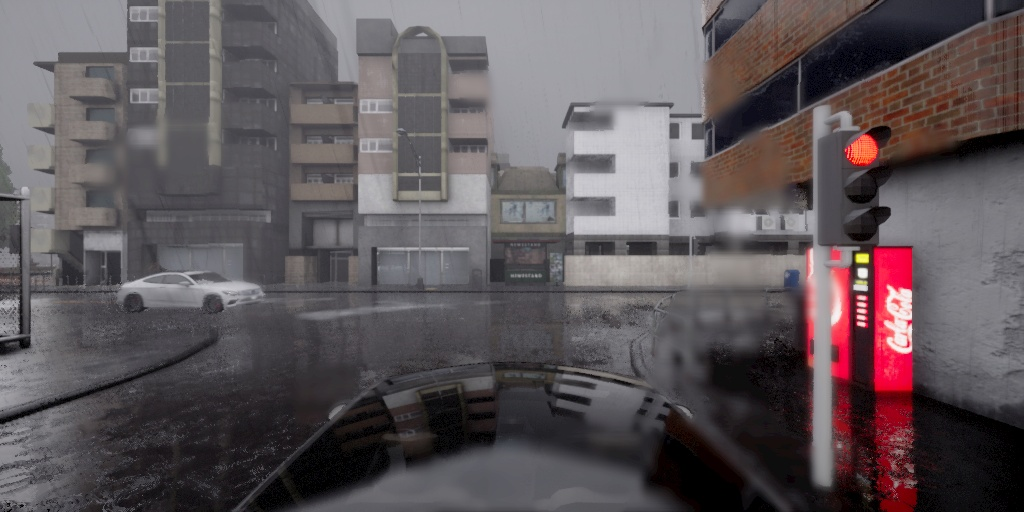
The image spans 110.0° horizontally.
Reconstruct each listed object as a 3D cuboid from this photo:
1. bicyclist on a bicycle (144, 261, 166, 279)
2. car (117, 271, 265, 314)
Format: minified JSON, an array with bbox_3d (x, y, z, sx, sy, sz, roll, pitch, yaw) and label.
[{"bbox_3d":[-21.609,1.099,21.745,0.582,1.620,1.656,0,0,0],"label":"bicyclist on a bicycle"},{"bbox_3d":[-11.751,1.276,13.231,4.674,1.442,1.812,0,0,2],"label":"car"}]
